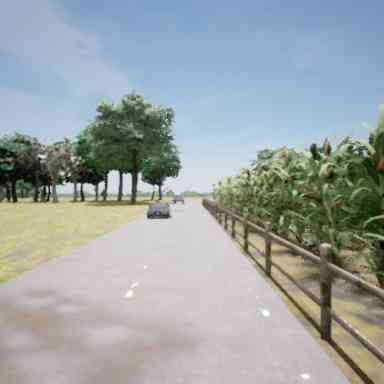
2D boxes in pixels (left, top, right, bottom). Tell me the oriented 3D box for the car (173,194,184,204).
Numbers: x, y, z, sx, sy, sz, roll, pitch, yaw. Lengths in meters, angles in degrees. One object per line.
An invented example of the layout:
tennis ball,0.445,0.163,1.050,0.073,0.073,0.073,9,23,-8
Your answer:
car,-2.806,1.484,70.859,2.150,2.045,5.566,0,0,0

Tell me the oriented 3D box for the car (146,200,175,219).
car,-2.865,1.642,29.645,1.994,1.385,4.181,0,0,0
